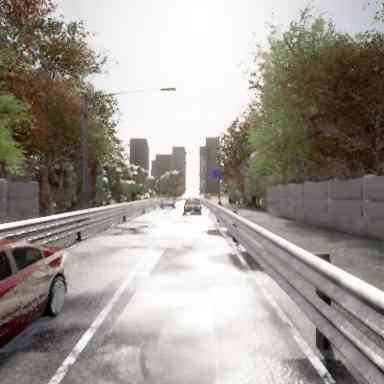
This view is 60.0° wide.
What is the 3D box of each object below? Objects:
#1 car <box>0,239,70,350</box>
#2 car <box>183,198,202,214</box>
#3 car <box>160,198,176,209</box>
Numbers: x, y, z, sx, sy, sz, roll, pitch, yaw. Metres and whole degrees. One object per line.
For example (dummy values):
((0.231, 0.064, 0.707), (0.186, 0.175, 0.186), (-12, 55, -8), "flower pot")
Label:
((-3.342, 1.466, 4.554), (1.882, 1.535, 5.008), (0, 0, 0), "car")
((0.065, 1.590, 34.935), (1.895, 1.301, 4.718), (0, 0, 0), "car")
((-3.254, 1.591, 45.829), (1.812, 1.442, 4.674), (0, -1, 0), "car")
